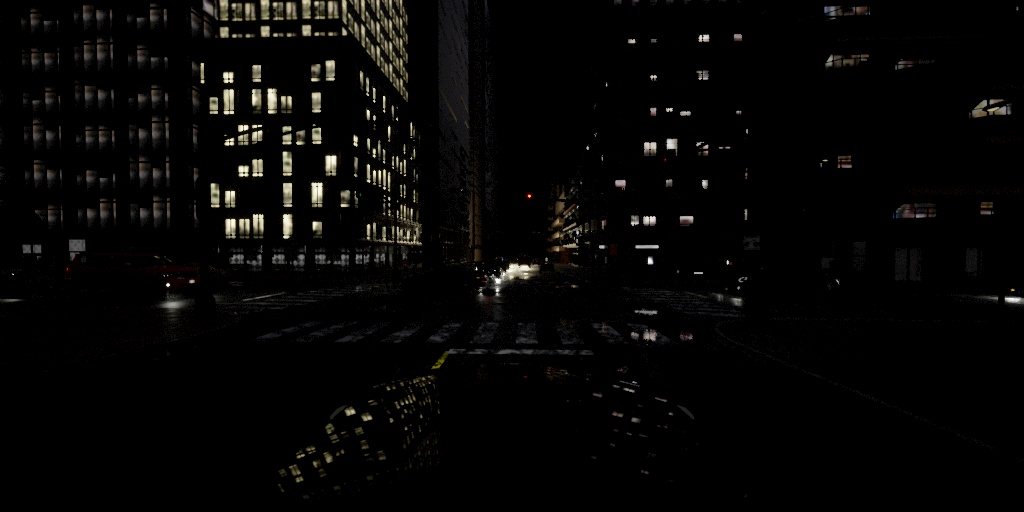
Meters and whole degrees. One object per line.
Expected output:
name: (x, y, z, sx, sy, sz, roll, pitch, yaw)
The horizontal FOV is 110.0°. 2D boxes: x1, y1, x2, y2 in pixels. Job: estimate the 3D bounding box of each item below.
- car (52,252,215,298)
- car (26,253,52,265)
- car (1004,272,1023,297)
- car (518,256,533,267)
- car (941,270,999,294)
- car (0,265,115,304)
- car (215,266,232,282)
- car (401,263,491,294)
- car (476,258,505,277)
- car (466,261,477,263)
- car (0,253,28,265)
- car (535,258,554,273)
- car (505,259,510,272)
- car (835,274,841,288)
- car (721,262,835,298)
car: (-18.151, 0.846, 17.378, 5.566, 2.045, 2.150, 1, 1, 3)
car: (-32.893, 0.712, 23.909, 5.009, 1.841, 2.192, 0, 0, 3)
car: (28.653, 1.530, 18.310, 4.181, 1.385, 1.994, 1, 1, 3)
car: (2.207, 0.954, 63.524, 2.150, 2.045, 5.566, 0, 0, 2)
car: (28.029, 1.461, 20.945, 4.507, 1.381, 1.888, 0, 0, 3)
car: (-19.868, 1.204, 14.915, 4.403, 1.370, 2.007, 0, 0, 3)
car: (-20.960, 1.029, 23.292, 4.829, 1.417, 1.751, 0, 0, 3)
car: (-3.731, 1.269, 19.910, 4.674, 1.442, 1.812, 0, 0, 3)
car: (-1.984, 1.245, 34.777, 1.837, 1.490, 4.892, 0, 0, 2)
car: (-4.505, 1.265, 36.880, 1.751, 1.417, 4.829, 0, 0, 2)
car: (-27.860, 0.893, 17.852, 4.553, 1.767, 2.097, 0, 1, 3)
car: (4.072, 1.288, 42.411, 2.007, 1.370, 4.403, 0, 0, 2)
car: (-1.636, 1.302, 44.674, 1.994, 1.385, 4.181, 0, 0, 2)
car: (16.976, 1.375, 21.483, 4.403, 1.370, 2.007, 0, 0, 3)
car: (13.718, 1.193, 19.035, 4.553, 1.767, 2.097, 0, 1, 3)
